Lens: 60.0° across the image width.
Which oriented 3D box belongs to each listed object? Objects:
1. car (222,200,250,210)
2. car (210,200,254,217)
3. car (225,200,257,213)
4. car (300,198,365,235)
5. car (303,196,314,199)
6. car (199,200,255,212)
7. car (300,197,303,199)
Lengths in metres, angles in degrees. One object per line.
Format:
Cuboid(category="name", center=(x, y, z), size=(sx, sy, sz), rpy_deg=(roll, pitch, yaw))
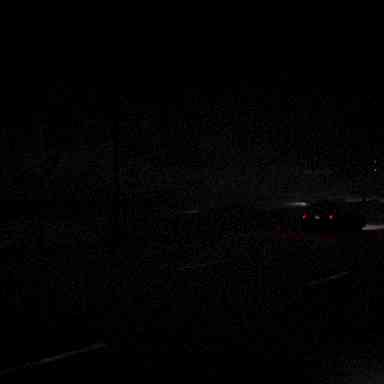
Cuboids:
Cuboid(category="car", center=(6.341, 1.860, 47.947), size=(1.994, 1.385, 4.181), rpy_deg=(-1, -1, 41))
Cuboid(category="car", center=(4.330, 1.701, 35.430), size=(1.882, 1.535, 5.008), rpy_deg=(-1, 0, 45))
Cuboid(category="car", center=(6.292, 1.822, 42.610), size=(1.994, 1.385, 4.181), rpy_deg=(-1, -1, 42))
Cuboid(category="car", center=(8.467, 1.425, 19.804), size=(4.553, 1.767, 2.097), rpy_deg=(0, -1, -42))
Cuboid(category="car", center=(25.151, 1.765, 69.324), size=(1.882, 1.535, 5.008), rpy_deg=(-1, 0, 29))
Cuboid(category="car", center=(2.771, 1.738, 28.994), size=(5.357, 1.411, 2.033), rpy_deg=(0, -1, -43))
Cuboid(category="car", center=(27.788, 1.847, 81.669), size=(2.128, 1.511, 4.902), rpy_deg=(-1, 0, 28))
